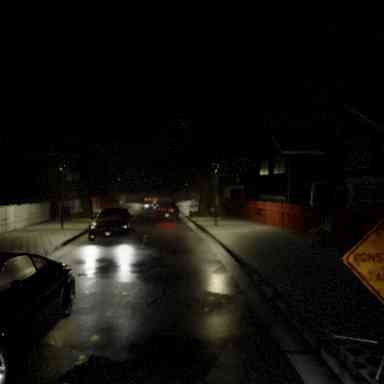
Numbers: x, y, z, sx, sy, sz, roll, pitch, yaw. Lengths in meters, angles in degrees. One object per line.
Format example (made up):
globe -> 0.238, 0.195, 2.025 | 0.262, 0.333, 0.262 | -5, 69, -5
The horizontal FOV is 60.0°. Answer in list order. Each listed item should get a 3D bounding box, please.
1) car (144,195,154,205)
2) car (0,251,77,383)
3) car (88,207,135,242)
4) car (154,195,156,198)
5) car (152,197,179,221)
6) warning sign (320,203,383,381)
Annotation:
car -> -7.121, 1.309, 58.368 | 2.097, 1.767, 4.553 | 0, 0, -1
car -> -3.063, 1.563, 4.537 | 1.994, 1.385, 4.181 | 0, 0, -3
car -> -3.845, 1.509, 16.568 | 1.812, 1.442, 4.674 | 0, 0, -6
car -> -3.585, 1.436, 44.363 | 2.128, 1.511, 4.902 | 0, 0, -3
car -> -2.080, 1.463, 27.038 | 1.837, 1.490, 4.892 | 0, 0, -6
warning sign -> 2.469, 1.105, 4.115 | 1.300, 1.860, 1.060 | 1, 1, -2
